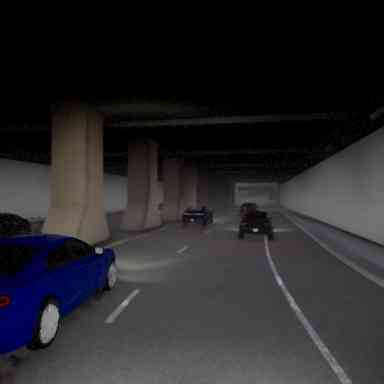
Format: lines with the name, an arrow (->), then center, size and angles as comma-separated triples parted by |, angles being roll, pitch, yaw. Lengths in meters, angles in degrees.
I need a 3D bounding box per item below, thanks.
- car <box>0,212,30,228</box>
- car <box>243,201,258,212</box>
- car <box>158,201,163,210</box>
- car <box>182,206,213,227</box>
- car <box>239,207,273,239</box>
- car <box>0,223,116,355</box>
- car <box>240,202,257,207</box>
car -> -9.171, 1.662, 14.620 | 1.837, 1.490, 4.892 | 0, -1, 9
car -> 9.398, 2.284, 53.306 | 2.128, 1.511, 4.902 | 0, -1, 12
car -> -4.361, 2.241, 55.407 | 2.128, 1.511, 4.902 | 0, -1, 12
car -> 0.515, 1.865, 26.537 | 2.128, 1.511, 4.902 | 0, -1, 12
car -> 3.725, 1.817, 19.358 | 1.812, 1.442, 4.674 | 0, -1, 12
car -> -2.949, 1.554, 6.449 | 1.882, 1.535, 5.008 | 0, -1, 4
car -> 6.963, 2.119, 41.298 | 1.837, 1.490, 4.892 | 0, -1, 13
